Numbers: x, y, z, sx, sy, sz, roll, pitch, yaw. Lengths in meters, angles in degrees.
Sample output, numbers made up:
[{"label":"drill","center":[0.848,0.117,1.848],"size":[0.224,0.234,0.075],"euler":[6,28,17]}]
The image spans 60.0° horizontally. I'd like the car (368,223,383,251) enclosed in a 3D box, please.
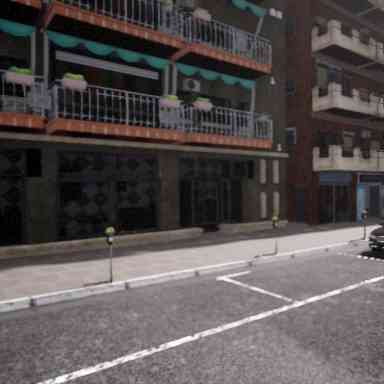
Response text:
[{"label":"car","center":[8.358,1.498,12.535],"size":[4.403,1.369,2.008],"euler":[0,-1,-35]}]
